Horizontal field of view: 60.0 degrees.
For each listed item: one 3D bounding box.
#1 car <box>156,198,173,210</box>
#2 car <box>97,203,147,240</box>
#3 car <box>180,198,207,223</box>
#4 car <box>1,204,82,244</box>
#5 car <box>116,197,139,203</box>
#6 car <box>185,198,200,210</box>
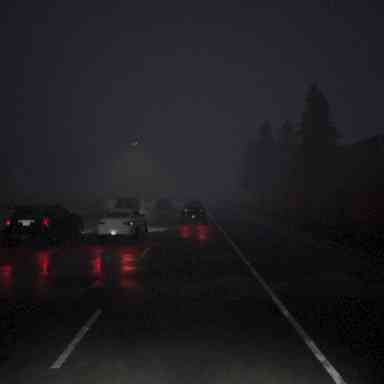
[{"bbox_3d":[-3.399,1.454,41.486,1.882,1.535,5.008,0,0,0],"label":"car"},{"bbox_3d":[-3.400,1.516,16.702,1.812,1.442,4.674,0,0,0],"label":"car"},{"bbox_3d":[0.100,1.476,25.307,2.128,1.511,4.902,0,0,0],"label":"car"},{"bbox_3d":[-6.900,1.343,15.971,2.097,1.767,4.553,0,0,0],"label":"car"},{"bbox_3d":[-6.899,1.332,35.693,2.097,1.767,4.553,0,0,0],"label":"car"},{"bbox_3d":[0.082,1.501,42.714,1.812,1.442,4.674,0,0,0],"label":"car"}]
